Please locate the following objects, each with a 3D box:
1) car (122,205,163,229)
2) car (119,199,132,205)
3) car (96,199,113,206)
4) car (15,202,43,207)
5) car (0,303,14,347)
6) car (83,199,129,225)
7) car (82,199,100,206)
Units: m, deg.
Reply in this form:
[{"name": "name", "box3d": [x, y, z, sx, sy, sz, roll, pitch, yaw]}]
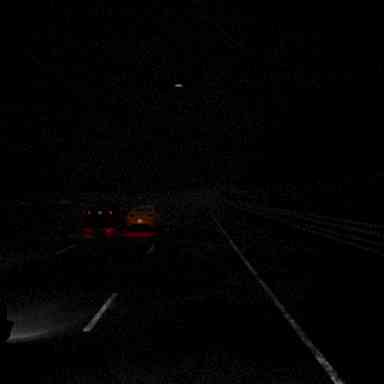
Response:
[{"name": "car", "box3d": [-3.162, 1.659, 22.970, 1.882, 1.535, 5.008, 0, -1, 1]}, {"name": "car", "box3d": [-15.074, 2.279, 75.908, 1.994, 1.385, 4.181, 0, -1, 4]}, {"name": "car", "box3d": [-18.841, 2.268, 71.699, 2.033, 1.411, 5.357, 0, -1, 3]}, {"name": "car", "box3d": [-17.070, 1.790, 34.780, 1.837, 1.490, 4.892, 0, -1, 2]}, {"name": "car", "box3d": [-3.388, 1.561, 2.135, 2.033, 1.411, 5.357, 0, 0, 0]}, {"name": "car", "box3d": [-6.595, 1.561, 26.122, 2.097, 1.767, 4.553, 0, -1, 1]}, {"name": "car", "box3d": [-22.249, 2.269, 73.317, 2.033, 1.411, 5.357, 0, -1, 3]}]
